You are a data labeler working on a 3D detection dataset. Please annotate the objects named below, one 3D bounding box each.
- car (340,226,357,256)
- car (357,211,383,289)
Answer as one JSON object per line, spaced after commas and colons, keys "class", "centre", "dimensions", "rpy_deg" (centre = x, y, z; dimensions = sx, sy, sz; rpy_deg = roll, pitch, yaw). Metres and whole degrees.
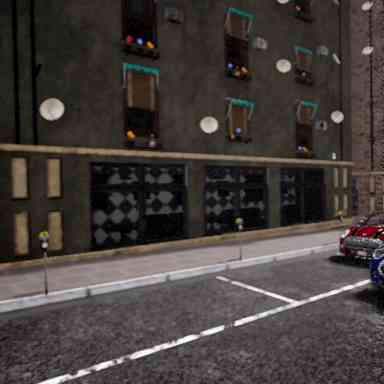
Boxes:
{"class": "car", "centre": [6.902, 1.373, 11.508], "dimensions": [4.097, 1.590, 1.967], "rpy_deg": [0, -1, -36]}
{"class": "car", "centre": [6.136, 1.300, 7.761], "dimensions": [4.553, 1.767, 2.097], "rpy_deg": [0, 0, -36]}
